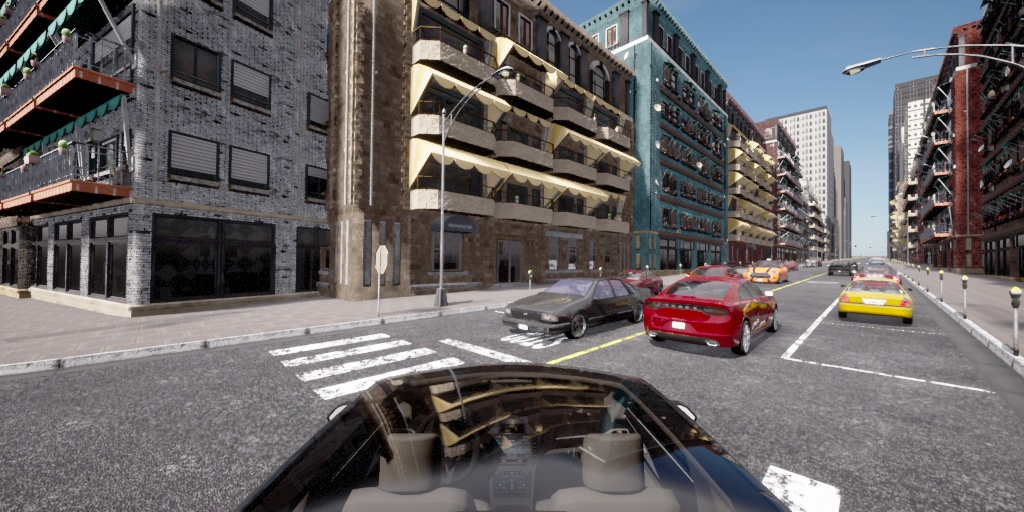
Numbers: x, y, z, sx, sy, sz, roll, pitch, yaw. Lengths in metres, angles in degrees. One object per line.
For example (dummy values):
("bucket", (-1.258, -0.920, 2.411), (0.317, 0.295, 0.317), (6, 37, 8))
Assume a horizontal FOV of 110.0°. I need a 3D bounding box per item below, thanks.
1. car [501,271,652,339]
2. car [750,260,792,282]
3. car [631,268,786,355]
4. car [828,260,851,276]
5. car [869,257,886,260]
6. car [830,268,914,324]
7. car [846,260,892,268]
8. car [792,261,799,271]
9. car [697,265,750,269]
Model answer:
("car", (2.196, 1.311, 10.420), (5.357, 1.411, 2.033), (0, 0, -43))
("car", (19.213, 1.132, 27.034), (4.553, 1.767, 2.097), (0, 0, -44))
("car", (5.094, 1.235, 8.891), (5.008, 1.535, 1.882), (0, 0, -44))
("car", (34.239, 1.283, 37.300), (4.892, 1.490, 1.837), (0, 0, -45))
("car", (43.622, 1.213, 42.850), (4.097, 1.591, 1.967), (0, 0, -44))
("car", (12.073, 1.283, 11.957), (4.829, 1.417, 1.751), (0, 0, -44))
("car", (19.870, 1.204, 19.590), (4.097, 1.591, 1.967), (0, 0, -44))
("car", (37.721, 1.336, 48.802), (4.507, 1.381, 1.888), (0, 0, -44))
("car", (10.254, 1.249, 18.282), (5.008, 1.535, 1.882), (0, 0, -44))
